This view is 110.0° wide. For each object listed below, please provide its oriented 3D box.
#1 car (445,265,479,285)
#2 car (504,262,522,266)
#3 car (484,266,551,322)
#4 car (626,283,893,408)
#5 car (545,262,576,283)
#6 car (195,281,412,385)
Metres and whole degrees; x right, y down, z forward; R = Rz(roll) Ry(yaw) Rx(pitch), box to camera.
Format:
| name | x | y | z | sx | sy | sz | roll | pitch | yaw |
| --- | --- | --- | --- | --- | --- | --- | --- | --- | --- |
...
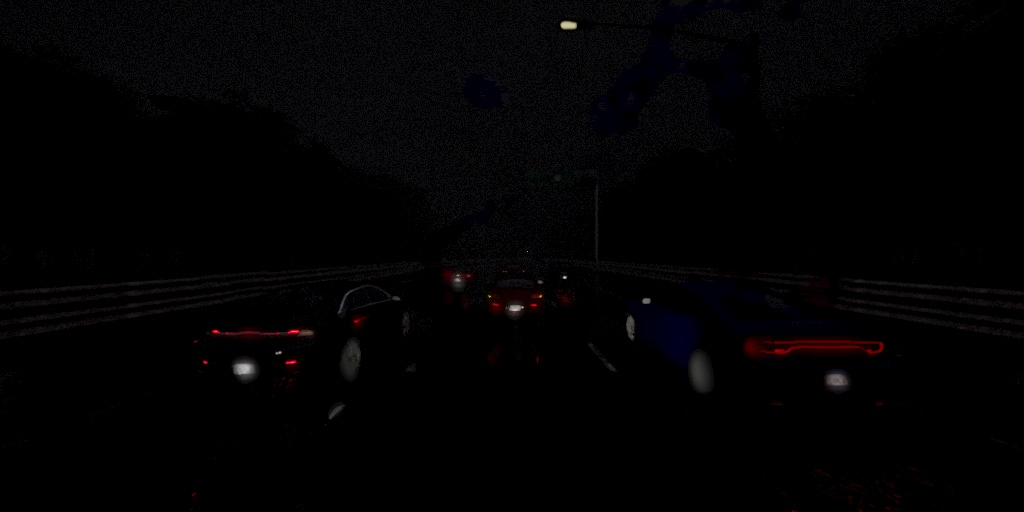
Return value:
| name | x | y | z | sx | sy | sz | roll | pitch | yaw |
| --- | --- | --- | --- | --- | --- | --- | --- | --- | --- |
| car | -3.399 | 1.296 | 25.251 | 1.895 | 1.301 | 4.718 | 0 | 0 | 0 |
| car | 0.102 | 1.216 | 27.756 | 1.812 | 1.442 | 4.674 | 0 | 0 | 0 |
| car | 0.087 | 1.249 | 12.113 | 1.812 | 1.442 | 4.674 | 0 | 0 | 0 |
| car | 3.597 | 1.215 | 6.432 | 1.882 | 1.535 | 5.008 | 0 | 0 | 0 |
| car | 3.601 | 1.196 | 26.857 | 1.837 | 1.490 | 4.892 | 0 | 0 | 0 |
| car | -3.402 | 1.228 | 6.992 | 2.128 | 1.511 | 4.902 | 0 | 0 | 0 |
